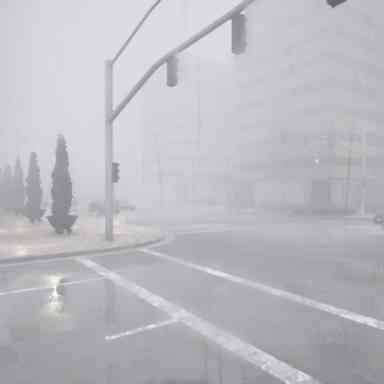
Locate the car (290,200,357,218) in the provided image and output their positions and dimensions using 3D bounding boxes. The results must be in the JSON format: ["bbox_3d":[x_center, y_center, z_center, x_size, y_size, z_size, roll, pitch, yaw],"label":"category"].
[{"bbox_3d":[11.469,1.432,29.315,5.357,1.411,2.033,-2,1,15],"label":"car"}]

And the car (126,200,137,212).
[{"bbox_3d":[-8.280,1.533,38.205,2.033,1.411,5.357,0,0,-35],"label":"car"}]

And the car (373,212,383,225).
[{"bbox_3d":[13.769,1.558,20.832,4.181,1.385,1.994,0,1,6],"label":"car"}]

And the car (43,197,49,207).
[{"bbox_3d":[-21.894,1.513,51.650,1.812,1.442,4.674,0,0,-35],"label":"car"}]

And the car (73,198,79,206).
[{"bbox_3d":[-20.323,1.463,55.544,1.882,1.535,5.008,0,0,-35],"label":"car"}]

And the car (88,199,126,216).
[{"bbox_3d":[-8.775,1.480,32.814,2.128,1.511,4.902,0,0,-35],"label":"car"}]
